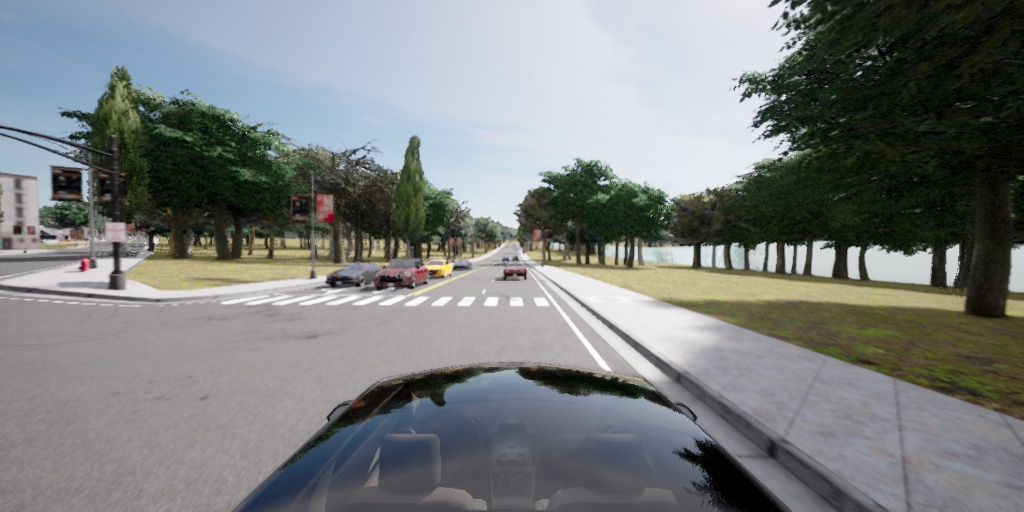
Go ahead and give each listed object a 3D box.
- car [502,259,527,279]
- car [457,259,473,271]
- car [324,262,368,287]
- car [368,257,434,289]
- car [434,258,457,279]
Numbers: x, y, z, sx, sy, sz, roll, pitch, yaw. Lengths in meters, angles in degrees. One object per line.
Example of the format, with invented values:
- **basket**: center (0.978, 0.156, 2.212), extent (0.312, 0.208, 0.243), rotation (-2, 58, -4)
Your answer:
- **car**: center (0.271, 1.195, 30.123), extent (1.895, 1.301, 4.718), rotation (0, 0, 1)
- **car**: center (-6.109, 1.105, 45.250), extent (2.033, 1.411, 5.357), rotation (0, 0, 1)
- **car**: center (-9.602, 1.109, 22.655), extent (2.033, 1.411, 5.357), rotation (0, 0, 1)
- **car**: center (-6.374, 0.938, 21.203), extent (2.097, 1.767, 4.553), rotation (0, 0, 1)
- **car**: center (-6.292, 1.035, 30.416), extent (1.882, 1.535, 5.008), rotation (0, 0, 1)
